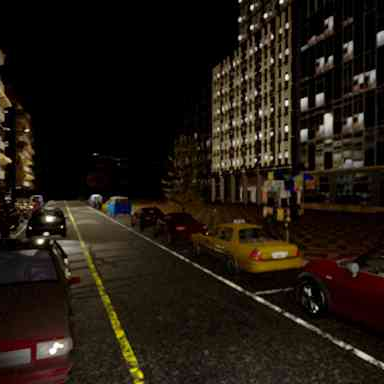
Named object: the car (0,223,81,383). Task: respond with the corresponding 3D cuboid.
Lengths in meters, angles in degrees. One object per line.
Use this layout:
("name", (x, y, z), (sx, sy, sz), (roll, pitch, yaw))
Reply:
("car", (-2.993, 1.547, 5.617), (2.033, 1.411, 5.357), (0, 0, -21))

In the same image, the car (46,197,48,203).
("car", (-24.646, 1.614, 53.456), (1.802, 1.307, 4.206), (0, 0, -22))

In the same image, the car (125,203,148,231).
("car", (-2.662, 1.588, 20.538), (1.802, 1.307, 4.206), (0, 0, -22))

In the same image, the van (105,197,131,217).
("van", (-6.717, 1.352, 30.821), (1.690, 1.788, 3.998), (0, 0, -22))

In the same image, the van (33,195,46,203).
("van", (-22.621, 1.366, 48.315), (1.690, 1.788, 3.998), (0, 0, -22))

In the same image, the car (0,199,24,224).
("car", (-10.460, 1.316, 17.465), (2.192, 1.841, 5.009), (0, 0, -22))

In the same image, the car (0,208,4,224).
("car", (-8.370, 1.524, 12.166), (1.752, 1.417, 4.829), (0, 0, -22))

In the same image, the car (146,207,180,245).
("car", (-0.635, 1.587, 15.397), (1.802, 1.307, 4.206), (0, 0, -22))

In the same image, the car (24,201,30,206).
("car", (-12.485, 1.553, 22.607), (2.008, 1.369, 4.403), (0, 0, -22))

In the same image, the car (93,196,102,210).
("car", (-10.769, 1.585, 41.105), (1.947, 1.339, 4.313), (0, 0, -22))

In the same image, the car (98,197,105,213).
("car", (-8.804, 1.540, 36.120), (1.752, 1.417, 4.829), (0, 0, -22))

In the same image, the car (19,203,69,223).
("car", (-7.711, 1.550, 17.844), (2.033, 1.411, 5.357), (0, 0, -22))

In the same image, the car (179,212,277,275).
("car", (1.329, 1.529, 10.413), (1.752, 1.417, 4.829), (0, 0, -22))

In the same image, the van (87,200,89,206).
("van", (-14.825, 1.372, 51.388), (1.690, 1.788, 3.998), (0, 0, -22))

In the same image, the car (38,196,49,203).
("car", (-30.727, 1.620, 68.880), (1.947, 1.339, 4.313), (0, 0, -22))

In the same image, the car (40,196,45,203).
("car", (-20.593, 1.564, 43.173), (1.887, 1.381, 4.507), (0, 0, -22))

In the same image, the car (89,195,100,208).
("car", (-12.797, 1.465, 46.246), (1.967, 1.590, 4.097), (0, 0, -22))

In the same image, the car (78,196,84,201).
("car", (-29.011, 1.633, 87.379), (1.887, 1.381, 4.507), (0, 0, -22))

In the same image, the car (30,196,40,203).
("car", (-16.539, 1.449, 32.889), (1.967, 1.590, 4.097), (0, 0, -22))

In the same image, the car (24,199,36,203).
("car", (-14.512, 1.556, 27.749), (2.008, 1.369, 4.403), (0, 0, -22))

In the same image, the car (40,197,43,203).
("car", (-18.566, 1.579, 38.031), (1.947, 1.339, 4.313), (0, 0, -22))

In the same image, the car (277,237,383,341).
("car", (3.418, 1.443, 5.113), (1.967, 1.590, 4.097), (0, 0, -22))
